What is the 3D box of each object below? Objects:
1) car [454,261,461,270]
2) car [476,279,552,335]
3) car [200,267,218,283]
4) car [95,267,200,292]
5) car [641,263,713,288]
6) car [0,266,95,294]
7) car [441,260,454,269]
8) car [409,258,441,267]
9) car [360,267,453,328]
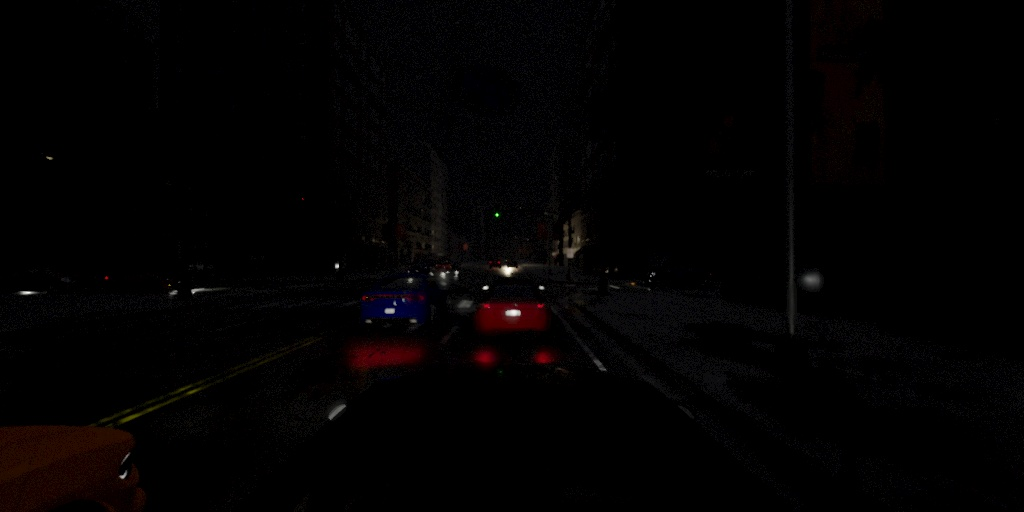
[{"bbox_3d":[-9.754,1.614,60.400,1.837,1.490,4.892,0,-1,0],"label":"car"},{"bbox_3d":[0.052,1.370,10.724,1.994,1.385,4.181,0,0,0],"label":"car"},{"bbox_3d":[-25.348,1.492,27.817,4.313,1.339,1.948,0,0,0],"label":"car"},{"bbox_3d":[-22.577,1.435,22.322,4.181,1.385,1.994,0,-1,0],"label":"car"},{"bbox_3d":[11.571,1.289,25.440,4.553,1.767,2.097,0,-1,1],"label":"car"},{"bbox_3d":[-25.398,1.284,19.793,4.097,1.591,1.967,0,0,0],"label":"car"},{"bbox_3d":[-9.795,1.397,49.630,2.097,1.767,4.553,0,0,0],"label":"car"},{"bbox_3d":[-9.803,1.207,39.702,2.150,2.045,5.566,0,0,0],"label":"car"},{"bbox_3d":[-3.284,1.291,11.797,1.882,1.535,5.008,0,0,-2],"label":"car"}]
